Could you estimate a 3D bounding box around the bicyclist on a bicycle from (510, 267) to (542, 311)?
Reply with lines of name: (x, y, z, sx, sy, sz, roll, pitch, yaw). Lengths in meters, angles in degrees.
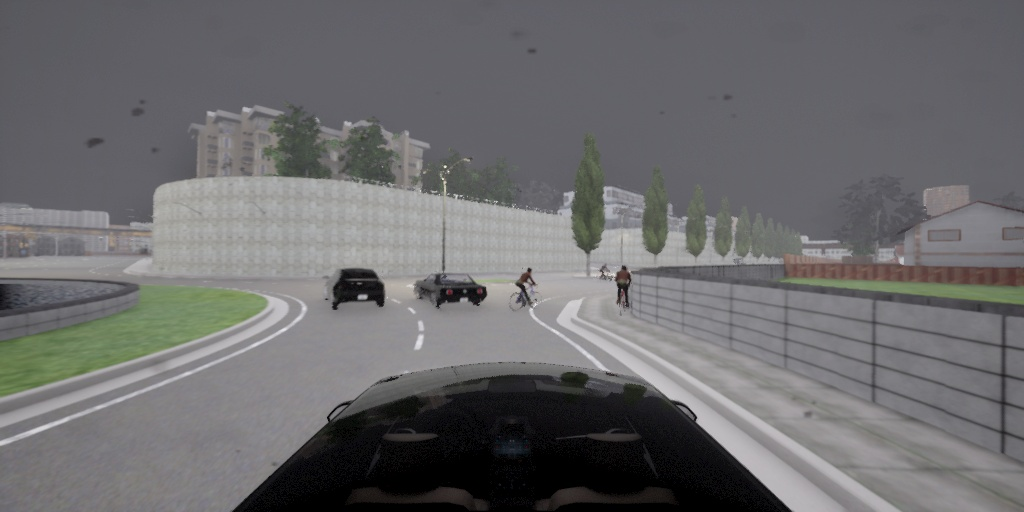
bicyclist on a bicycle: (0.550, 1.256, 13.627, 1.656, 1.620, 0.582, 0, 0, -39)

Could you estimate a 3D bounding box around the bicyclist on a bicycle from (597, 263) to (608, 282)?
bicyclist on a bicycle: (7.831, 1.413, 30.423, 1.656, 1.620, 0.582, 0, 0, -25)

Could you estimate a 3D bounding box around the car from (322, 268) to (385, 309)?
car: (-6.627, 1.226, 14.942, 1.837, 1.490, 4.892, 3, -1, -32)

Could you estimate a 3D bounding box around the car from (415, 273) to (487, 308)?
car: (-2.827, 1.371, 15.493, 1.895, 1.301, 4.718, 1, 0, -28)

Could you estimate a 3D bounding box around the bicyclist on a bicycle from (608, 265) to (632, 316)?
bicyclist on a bicycle: (3.753, 1.141, 12.086, 0.582, 1.620, 1.656, 1, 1, 23)
